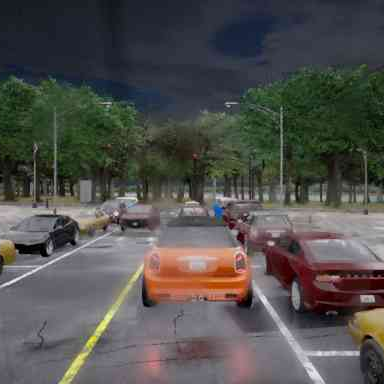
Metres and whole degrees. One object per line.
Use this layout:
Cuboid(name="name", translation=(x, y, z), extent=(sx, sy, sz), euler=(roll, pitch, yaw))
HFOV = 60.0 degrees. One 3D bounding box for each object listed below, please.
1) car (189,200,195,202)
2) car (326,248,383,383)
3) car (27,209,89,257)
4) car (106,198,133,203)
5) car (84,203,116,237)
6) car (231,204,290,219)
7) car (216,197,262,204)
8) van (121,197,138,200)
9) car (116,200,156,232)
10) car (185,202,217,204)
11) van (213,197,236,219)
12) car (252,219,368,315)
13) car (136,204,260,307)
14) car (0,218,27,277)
Cuboid(name="car", translation=(0.015, 1.460, 27.295), extent=(1.801, 1.575, 5.366), euler=(0, 0, 1))
Cuboid(name="car", translation=(2.762, 1.525, 2.196), extent=(1.752, 1.417, 4.829), euler=(0, 0, 0))
Cuboid(name="car", translation=(-5.756, 1.567, 12.907), extent=(1.947, 1.339, 4.313), euler=(0, 0, 0))
Cuboid(name="car", translation=(-5.749, 1.443, 23.783), extent=(1.967, 1.590, 4.097), euler=(0, 0, 0))
Cuboid(name="car", translation=(-5.753, 1.527, 18.175), extent=(1.752, 1.417, 4.829), euler=(0, 0, 0))
Cuboid(name="car", translation=(2.769, 1.441, 12.902), extent=(1.967, 1.590, 4.097), euler=(0, 0, 0))
Cuboid(name="car", translation=(2.772, 1.317, 18.340), extent=(2.192, 1.841, 5.009), euler=(0, 0, 0))
Cuboid(name="van", translation=(-5.746, 1.346, 29.220), extent=(1.690, 1.788, 3.998), euler=(0, 0, 0))
Cuboid(name="car", translation=(-3.044, 1.480, 20.413), extent=(1.882, 1.535, 5.008), euler=(0, 0, 0))
Cuboid(name="car", translation=(0.109, 1.493, 17.350), extent=(2.128, 1.511, 4.902), euler=(0, 0, 0))
Cuboid(name="van", translation=(2.780, 1.346, 29.215), extent=(1.690, 1.788, 3.998), euler=(0, 0, 0))
Cuboid(name="car", translation=(2.765, 1.545, 7.464), extent=(1.887, 1.381, 4.507), euler=(0, 0, 0))
Cuboid(name="car", translation=(0.104, 1.352, 8.136), extent=(2.097, 1.767, 4.553), euler=(0, 0, 0))
Cuboid(name="car", translation=(-5.760, 1.525, 7.300), extent=(1.752, 1.417, 4.829), euler=(0, 0, 0))
